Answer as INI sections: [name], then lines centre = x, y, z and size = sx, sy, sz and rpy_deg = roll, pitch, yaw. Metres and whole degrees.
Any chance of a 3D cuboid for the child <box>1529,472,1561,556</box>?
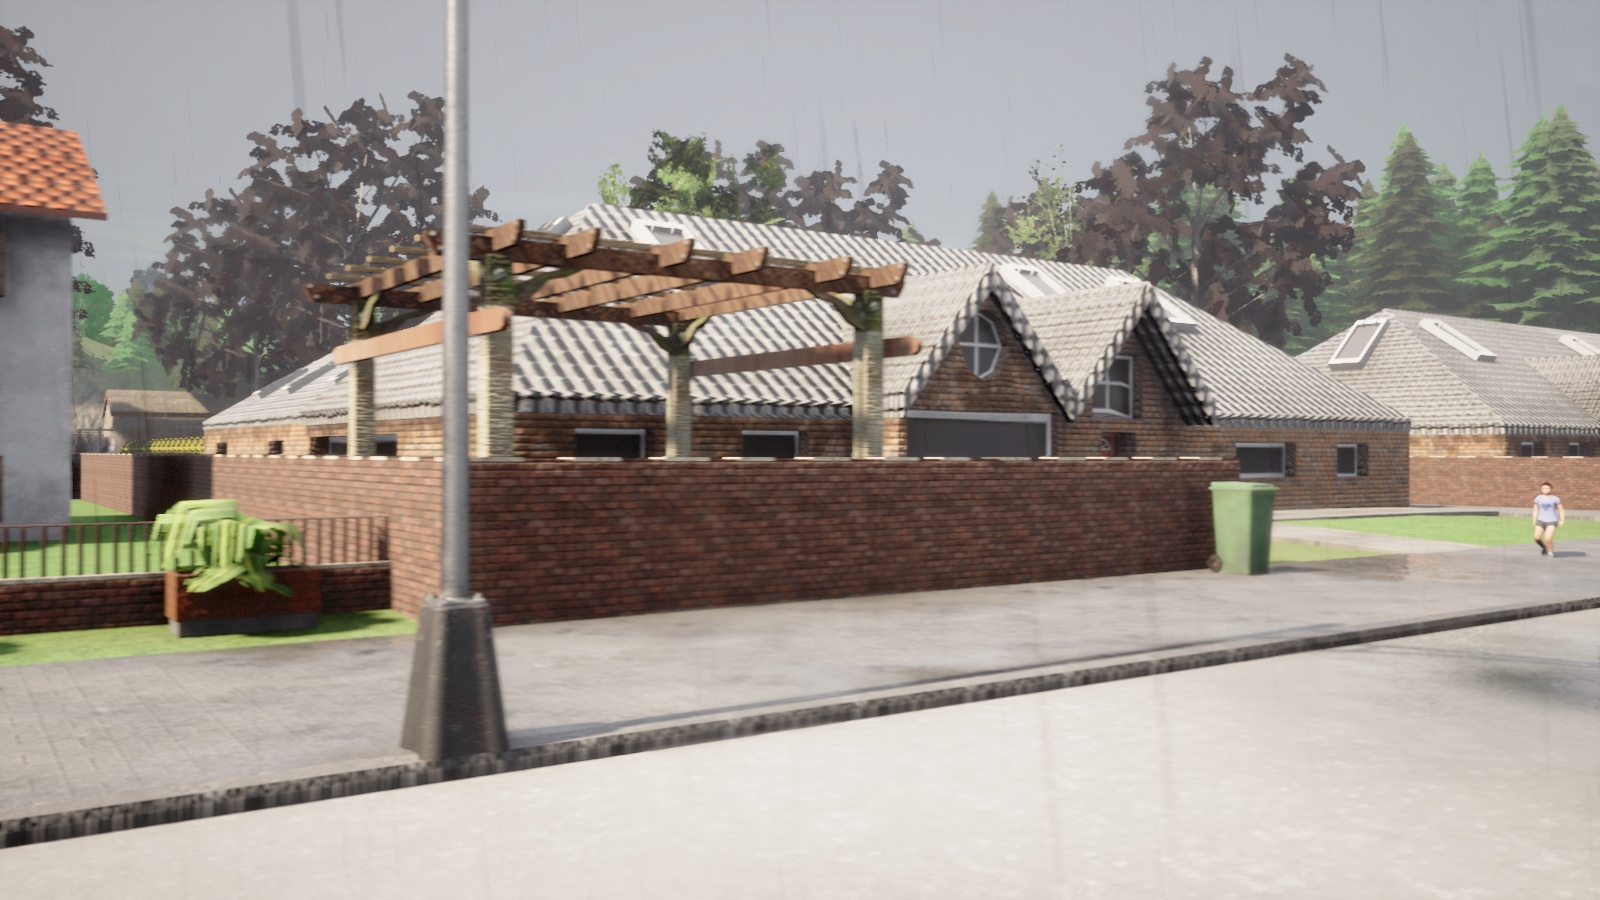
[child]
centre = 10.009, 0.855, 16.868
size = 0.394, 1.110, 0.255
rpy_deg = 0, 0, -42
